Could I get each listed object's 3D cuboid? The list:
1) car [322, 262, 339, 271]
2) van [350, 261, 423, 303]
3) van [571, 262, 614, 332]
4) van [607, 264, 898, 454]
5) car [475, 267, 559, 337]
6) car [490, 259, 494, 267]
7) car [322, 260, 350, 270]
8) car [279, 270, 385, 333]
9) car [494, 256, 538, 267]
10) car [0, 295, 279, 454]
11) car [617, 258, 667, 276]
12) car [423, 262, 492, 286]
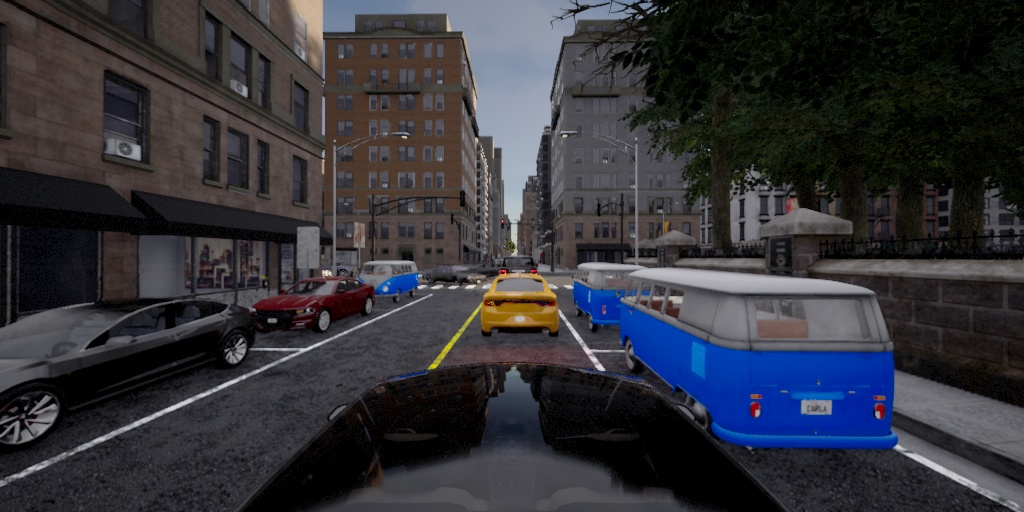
[{"bbox_3d":[-16.843,1.376,28.624,4.718,1.301,1.895,0,0,0],"label":"car"},{"bbox_3d":[-5.580,1.111,16.482,1.690,1.789,3.998,0,0,1],"label":"van"},{"bbox_3d":[2.830,1.104,10.661,1.690,1.789,3.998,0,0,1],"label":"van"},{"bbox_3d":[2.715,1.096,5.004,1.690,1.789,3.998,0,0,1],"label":"van"},{"bbox_3d":[0.226,1.241,10.409,1.882,1.535,5.008,0,0,1],"label":"car"},{"bbox_3d":[-1.420,1.281,31.767,4.892,1.490,1.837,0,0,0],"label":"car"},{"bbox_3d":[-16.002,1.144,31.869,4.553,1.767,2.097,0,0,0],"label":"car"},{"bbox_3d":[-5.694,1.308,10.823,1.888,1.381,4.507,0,0,1],"label":"car"},{"bbox_3d":[0.333,0.996,20.366,2.150,2.045,5.566,0,0,0],"label":"car"},{"bbox_3d":[-5.808,1.321,5.164,1.948,1.339,4.313,0,0,1],"label":"car"},{"bbox_3d":[13.860,1.155,38.368,4.553,1.767,2.097,0,0,0],"label":"car"},{"bbox_3d":[-4.206,1.312,25.557,5.357,1.411,2.033,0,0,41],"label":"car"}]
